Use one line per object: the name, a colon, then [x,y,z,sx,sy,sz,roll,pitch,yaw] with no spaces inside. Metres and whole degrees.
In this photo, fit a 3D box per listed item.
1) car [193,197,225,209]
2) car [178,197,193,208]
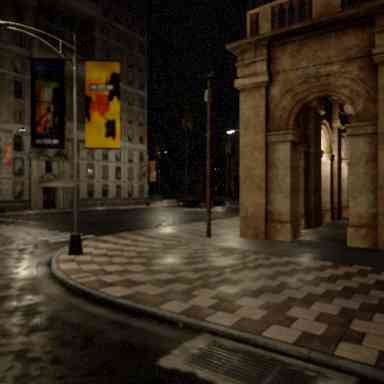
car: [2.773,1.467,45.679,2.128,1.511,4.902,0,0,36]
car: [-0.074,1.463,47.715,2.128,1.511,4.902,0,0,36]
